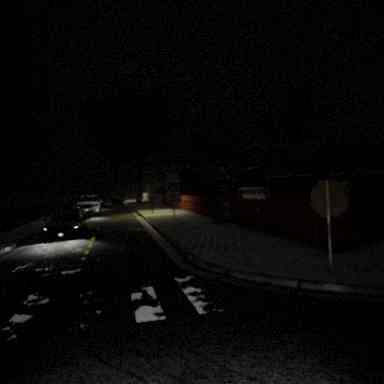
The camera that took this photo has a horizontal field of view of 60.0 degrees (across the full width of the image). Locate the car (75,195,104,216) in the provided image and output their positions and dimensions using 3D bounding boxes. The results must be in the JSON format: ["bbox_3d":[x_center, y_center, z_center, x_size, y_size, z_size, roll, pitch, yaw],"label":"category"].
[{"bbox_3d":[-10.324,1.318,33.363,2.150,2.045,5.566,-3,0,-13],"label":"car"}]

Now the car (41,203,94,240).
[{"bbox_3d":[-6.834,1.635,18.326,2.033,1.411,5.357,-3,1,-13],"label":"car"}]

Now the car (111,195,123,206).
[{"bbox_3d":[-12.282,1.530,54.509,1.895,1.301,4.718,-3,1,-13],"label":"car"}]

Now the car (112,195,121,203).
[{"bbox_3d":[-15.884,1.407,70.055,1.812,1.442,4.674,-3,1,-13],"label":"car"}]
